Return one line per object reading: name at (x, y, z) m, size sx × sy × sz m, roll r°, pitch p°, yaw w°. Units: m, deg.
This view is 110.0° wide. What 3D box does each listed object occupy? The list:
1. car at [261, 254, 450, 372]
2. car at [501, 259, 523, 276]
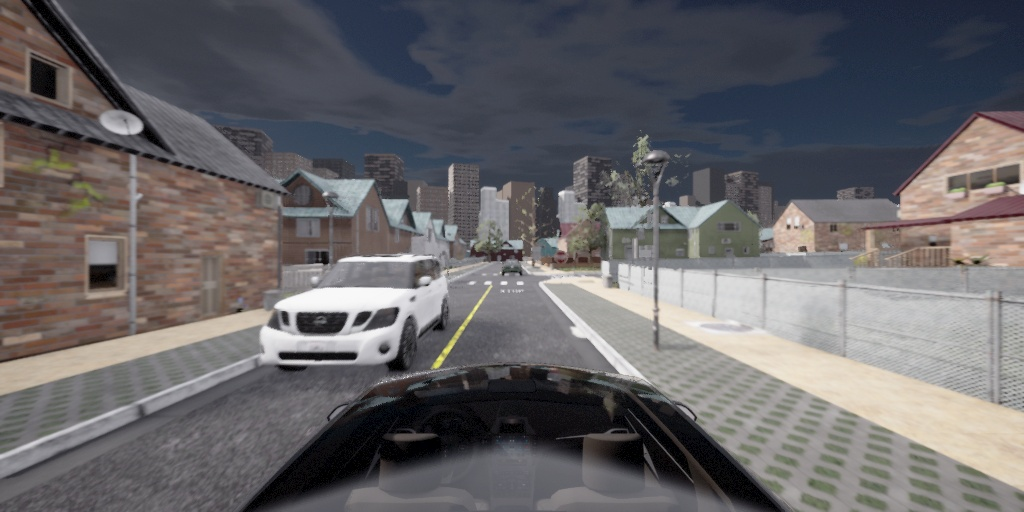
car at (-2.826, 0.970, 7.974) m, size 2.150 × 2.045 × 5.566 m, roll 0°, pitch 0°, yaw 0°
car at (0.005, 1.088, 36.844) m, size 2.097 × 1.767 × 4.553 m, roll 0°, pitch 0°, yaw 0°
